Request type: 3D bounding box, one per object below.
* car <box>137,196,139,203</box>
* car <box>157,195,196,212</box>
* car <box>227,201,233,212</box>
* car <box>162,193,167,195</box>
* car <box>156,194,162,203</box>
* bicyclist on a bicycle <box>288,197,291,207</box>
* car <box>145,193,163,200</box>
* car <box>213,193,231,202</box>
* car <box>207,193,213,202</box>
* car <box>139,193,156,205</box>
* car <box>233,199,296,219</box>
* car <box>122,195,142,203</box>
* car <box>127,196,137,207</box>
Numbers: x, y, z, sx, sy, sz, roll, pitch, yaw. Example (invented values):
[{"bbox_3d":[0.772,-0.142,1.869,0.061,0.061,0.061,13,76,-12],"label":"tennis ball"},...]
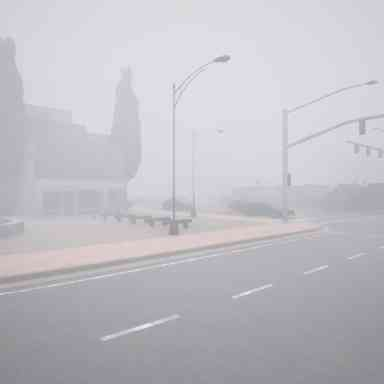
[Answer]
[{"bbox_3d":[-11.531,1.601,56.848,1.895,1.301,4.718,0,0,-40],"label":"car"},{"bbox_3d":[-1.625,1.478,39.639,1.882,1.535,5.008,0,0,-40],"label":"car"},{"bbox_3d":[5.977,1.491,36.072,2.128,1.511,4.902,0,0,-40],"label":"car"},{"bbox_3d":[-1.541,1.353,44.960,2.097,1.767,4.553,0,0,-40],"label":"car"},{"bbox_3d":[-6.065,1.564,61.442,1.994,1.385,4.181,0,0,-40],"label":"car"},{"bbox_3d":[12.890,1.261,44.827,1.656,1.620,0.582,-7,4,-40],"label":"bicyclist on a bicycle"},{"bbox_3d":[-10.018,1.153,88.037,4.605,1.855,1.932,0,0,-42],"label":"car"},{"bbox_3d":[6.873,1.395,69.050,3.806,1.475,1.970,0,0,-42],"label":"car"},{"bbox_3d":[4.955,1.156,71.218,3.866,1.878,1.905,0,0,-42],"label":"car"},{"bbox_3d":[-9.146,1.491,59.660,2.128,1.511,4.902,0,0,-40],"label":"car"},{"bbox_3d":[6.587,1.547,29.871,2.033,1.411,5.357,0,0,-39],"label":"car"},{"bbox_3d":[-12.514,1.478,68.999,1.882,1.535,5.008,0,0,-40],"label":"car"},{"bbox_3d":[-10.689,1.601,50.378,1.895,1.301,4.718,0,0,-40],"label":"car"}]
